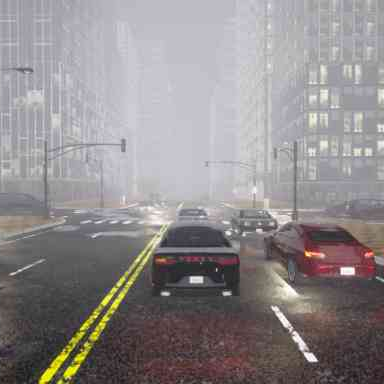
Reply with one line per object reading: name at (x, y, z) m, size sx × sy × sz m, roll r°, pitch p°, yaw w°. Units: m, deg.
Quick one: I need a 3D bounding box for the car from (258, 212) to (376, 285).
car at (3.319, 1.521, 9.396) m, size 1.812 × 1.442 × 4.674 m, roll 0°, pitch 0°, yaw 0°

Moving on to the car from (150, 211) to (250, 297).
car at (0.067, 1.474, 8.630) m, size 1.882 × 1.535 × 5.008 m, roll 0°, pitch 0°, yaw 0°

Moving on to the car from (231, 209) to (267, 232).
car at (3.288, 1.591, 18.514) m, size 1.895 × 1.301 × 4.718 m, roll 0°, pitch 0°, yaw 0°

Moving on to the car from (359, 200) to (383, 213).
car at (21.684, 1.643, 37.563) m, size 4.829 × 1.417 × 1.752 m, roll 1°, pitch 0°, yaw 1°

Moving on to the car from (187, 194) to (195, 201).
car at (-0.267, 1.396, 79.994) m, size 1.882 × 1.535 × 5.008 m, roll 0°, pitch 0°, yaw 0°

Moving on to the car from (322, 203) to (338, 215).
car at (16.182, 1.637, 35.047) m, size 4.674 × 1.442 × 1.812 m, roll 1°, pitch 1°, yaw 1°

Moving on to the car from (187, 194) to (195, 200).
car at (-0.302, 1.267, 90.411) m, size 2.128 × 1.511 × 4.902 m, roll 0°, pitch 0°, yaw 0°

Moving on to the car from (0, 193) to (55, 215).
car at (-16.255, 1.096, 32.253) m, size 5.566 × 2.045 × 2.150 m, roll 0°, pitch 1°, yaw 1°

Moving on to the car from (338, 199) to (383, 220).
car at (16.103, 1.519, 29.258) m, size 5.009 × 1.841 × 2.192 m, roll 1°, pitch 0°, yaw 1°

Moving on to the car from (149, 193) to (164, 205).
car at (-6.776, 1.175, 59.757) m, size 2.150 × 2.045 × 5.566 m, roll 0°, pitch 0°, yaw 0°

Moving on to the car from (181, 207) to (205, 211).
car at (0.037, 1.538, 18.451) m, size 2.033 × 1.411 × 5.357 m, roll 0°, pitch 0°, yaw 0°

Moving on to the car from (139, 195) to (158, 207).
car at (-6.760, 1.528, 50.724) m, size 1.994 × 1.385 × 4.181 m, roll 0°, pitch 0°, yaw 0°

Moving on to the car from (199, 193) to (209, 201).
car at (2.983, 1.143, 80.033) m, size 2.150 × 2.045 × 5.566 m, roll 0°, pitch 0°, yaw 0°

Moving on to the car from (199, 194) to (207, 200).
car at (2.948, 1.267, 90.421) m, size 2.128 × 1.511 × 4.902 m, roll 0°, pitch 0°, yaw 0°
